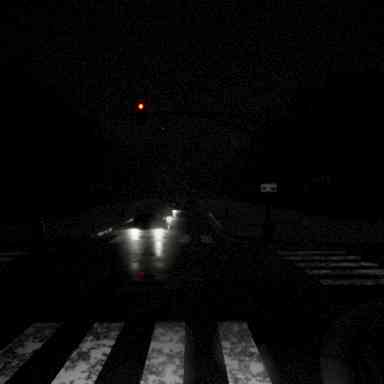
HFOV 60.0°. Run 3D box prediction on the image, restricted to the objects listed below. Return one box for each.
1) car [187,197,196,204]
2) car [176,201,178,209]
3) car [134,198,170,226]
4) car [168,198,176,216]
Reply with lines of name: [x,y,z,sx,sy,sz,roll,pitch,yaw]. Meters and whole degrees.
car: [-0.064,1.605,65.083,2.033,1.411,5.357,0,0,0]
car: [-2.950,1.514,43.452,1.837,1.490,4.892,0,0,0]
car: [-2.918,1.481,23.900,1.882,1.535,5.008,0,0,0]
car: [-2.940,1.484,33.370,1.882,1.535,5.008,0,0,0]
